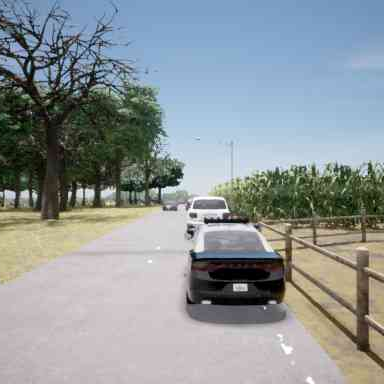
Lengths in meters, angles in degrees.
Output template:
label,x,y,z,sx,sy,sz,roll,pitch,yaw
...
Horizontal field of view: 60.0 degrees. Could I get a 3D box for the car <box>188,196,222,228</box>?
label,x,y,z,sx,sy,sz,roll,pitch,yaw
car,0.847,1.314,24.219,2.150,2.045,5.566,0,0,0

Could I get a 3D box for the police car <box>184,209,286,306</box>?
label,x,y,z,sx,sy,sz,roll,pitch,yaw
police car,0.832,1.440,8.290,1.930,1.638,5.238,0,0,0

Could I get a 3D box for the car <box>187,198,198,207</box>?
label,x,y,z,sx,sy,sz,roll,pitch,yaw
car,0.056,1.879,59.198,1.837,1.490,4.892,0,-1,0

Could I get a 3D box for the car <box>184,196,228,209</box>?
label,x,y,z,sx,sy,sz,roll,pitch,yaw
car,0.842,1.280,18.217,2.150,2.045,5.566,0,0,0

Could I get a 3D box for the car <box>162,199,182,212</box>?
label,x,y,z,sx,sy,sz,roll,pitch,yaw
car,-2.809,1.699,42.746,2.128,1.511,4.902,0,0,0
